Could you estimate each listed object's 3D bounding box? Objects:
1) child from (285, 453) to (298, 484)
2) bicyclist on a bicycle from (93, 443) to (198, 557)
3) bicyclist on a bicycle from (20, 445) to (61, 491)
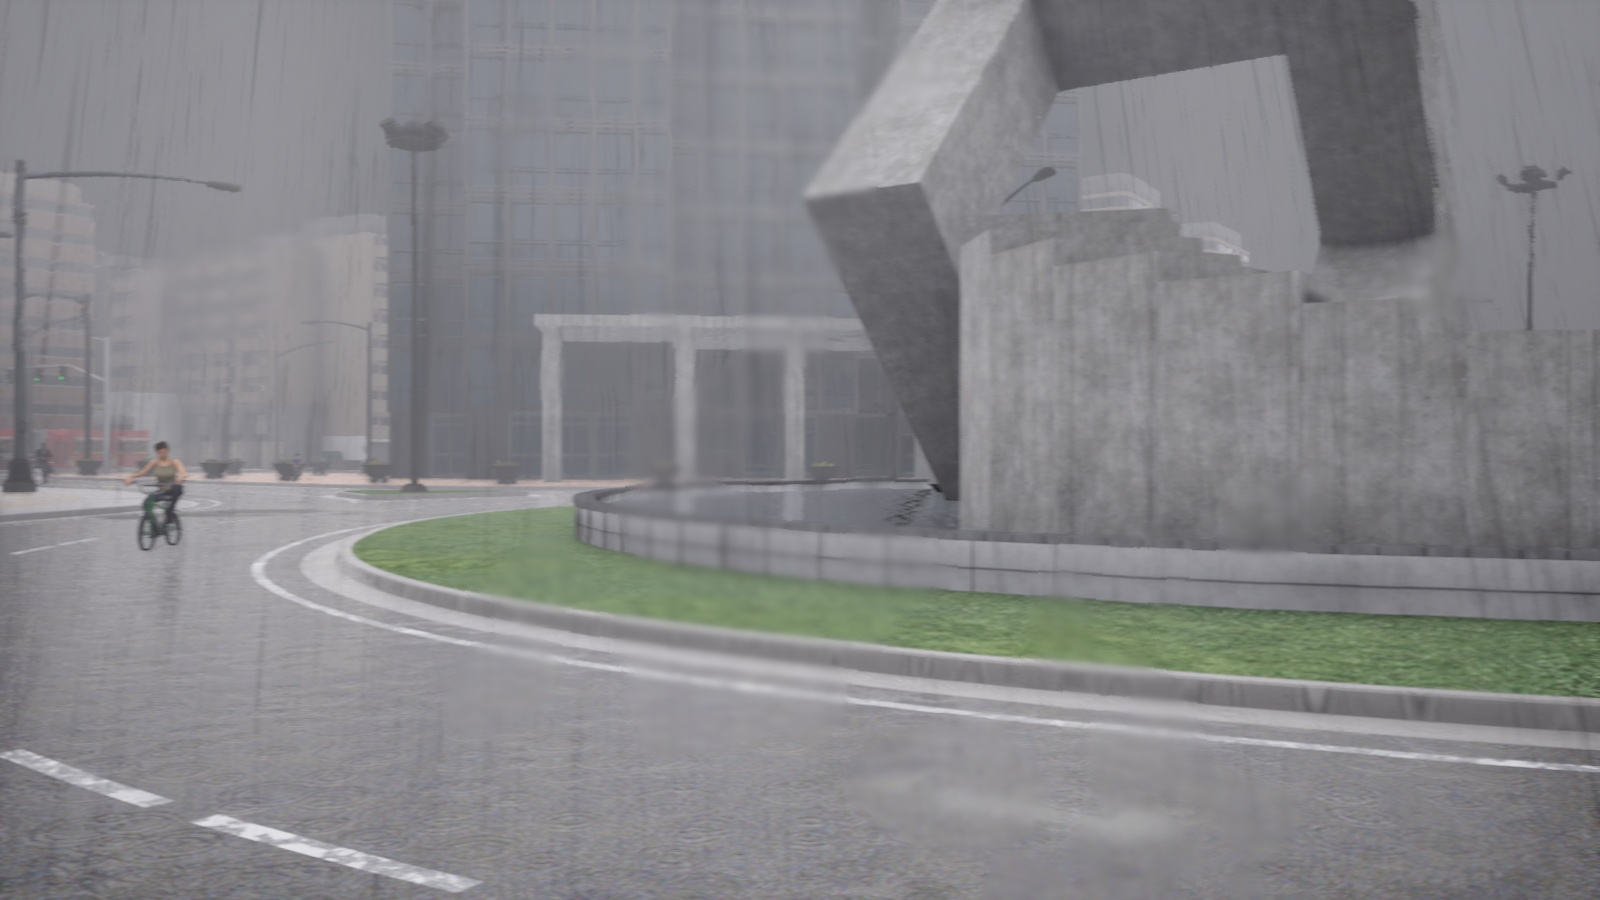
[{"bbox_3d":[-21.200,0.772,52.346,0.437,1.263,0.270,0,0,26],"label":"child"},{"bbox_3d":[-9.646,0.714,18.576,0.866,1.612,1.509,0,0,-6],"label":"bicyclist on a bicycle"},{"bbox_3d":[-29.683,0.709,49.061,1.843,1.776,0.659,0,0,34],"label":"bicyclist on a bicycle"}]
